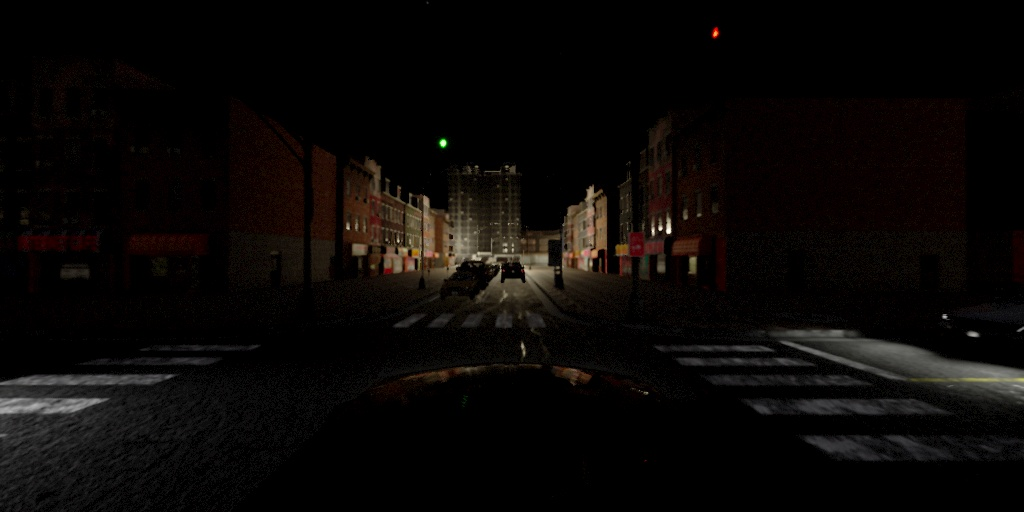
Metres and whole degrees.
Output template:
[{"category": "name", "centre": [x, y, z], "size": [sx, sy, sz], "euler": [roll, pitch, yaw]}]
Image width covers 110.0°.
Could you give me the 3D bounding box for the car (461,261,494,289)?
[{"category": "car", "centre": [-2.639, 1.250, 24.586], "size": [2.192, 1.841, 5.009], "euler": [0, 0, 0]}]

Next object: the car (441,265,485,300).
[{"category": "car", "centre": [-2.638, 1.414, 18.964], "size": [1.751, 1.417, 4.829], "euler": [0, 0, 0]}]

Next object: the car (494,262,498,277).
[{"category": "car", "centre": [-2.639, 1.555, 35.320], "size": [1.751, 1.417, 4.829], "euler": [0, 0, 0]}]

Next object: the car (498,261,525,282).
[{"category": "car", "centre": [0.100, 1.359, 32.748], "size": [2.097, 1.767, 4.553], "euler": [0, 0, 0]}]

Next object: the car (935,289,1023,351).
[{"category": "car", "centre": [11.750, 1.320, 7.385], "size": [4.674, 1.442, 1.812], "euler": [0, 0, -1]}]
